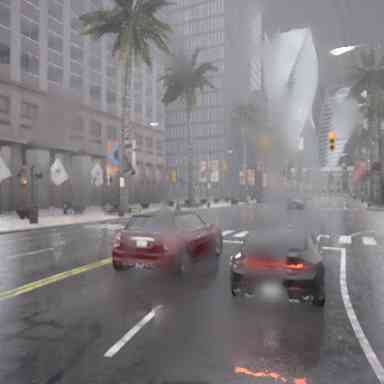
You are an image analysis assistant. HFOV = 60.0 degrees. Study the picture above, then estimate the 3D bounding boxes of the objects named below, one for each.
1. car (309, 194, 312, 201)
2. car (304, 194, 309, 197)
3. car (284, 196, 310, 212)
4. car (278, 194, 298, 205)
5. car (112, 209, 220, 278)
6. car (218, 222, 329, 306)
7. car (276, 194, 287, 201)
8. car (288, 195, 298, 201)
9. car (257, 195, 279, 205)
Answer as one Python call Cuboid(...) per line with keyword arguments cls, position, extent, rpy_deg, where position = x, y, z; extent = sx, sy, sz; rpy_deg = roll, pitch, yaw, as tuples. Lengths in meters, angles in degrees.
Cuboid(cls="car", position=(29.745, 1.396, 85.803), extent=(2.097, 1.767, 4.553), rpy_deg=(0, 0, 24))
Cuboid(cls="car", position=(23.287, 1.611, 71.721), extent=(2.033, 1.411, 5.357), rpy_deg=(0, 0, 25))
Cuboid(cls="car", position=(12.793, 1.566, 40.286), extent=(1.812, 1.442, 4.674), rpy_deg=(0, 0, 25))
Cuboid(cls="car", position=(16.786, 1.562, 57.740), extent=(1.837, 1.490, 4.892), rpy_deg=(0, 0, 25))
Cuboid(cls="car", position=(-0.532, 1.362, 10.593), extent=(2.097, 1.767, 4.553), rpy_deg=(0, 0, 21))
Cuboid(cls="car", position=(2.252, 1.513, 8.226), extent=(1.837, 1.490, 4.892), rpy_deg=(0, 0, 20))
Cuboid(cls="car", position=(24.026, 1.442, 89.180), extent=(2.185, 1.767, 4.553), rpy_deg=(0, 0, 24))
Cuboid(cls="car", position=(26.488, 1.521, 87.094), extent=(1.882, 1.535, 5.008), rpy_deg=(0, 0, 24))
Cuboid(cls="car", position=(13.585, 1.410, 59.154), extent=(2.097, 1.767, 4.553), rpy_deg=(0, 0, 25))
